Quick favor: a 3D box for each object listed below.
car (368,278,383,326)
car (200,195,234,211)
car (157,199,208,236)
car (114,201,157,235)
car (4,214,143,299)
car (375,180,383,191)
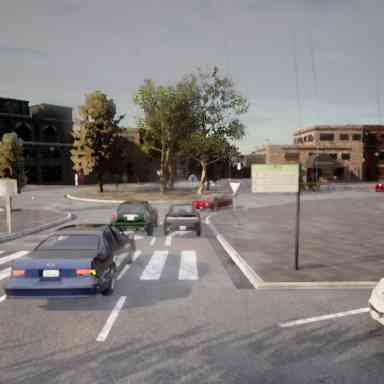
[{"bbox_3d":[5.038,1.501,5.277,4.674,1.452,2.002,1,0,-22],"label":"car"},{"bbox_3d":[2.061,0.922,30.532,1.895,1.301,4.718,3,6,34],"label":"car"},{"bbox_3d":[-0.488,1.389,17.835,2.128,1.511,4.902,0,1,-1],"label":"car"},{"bbox_3d":[-3.017,1.238,18.234,2.097,1.767,4.553,0,1,-1],"label":"car"},{"bbox_3d":[-2.673,1.531,8.602,2.033,1.411,5.357,0,0,-2],"label":"car"},{"bbox_3d":[28.622,-0.960,47.495,4.553,1.767,2.097,-2,5,-14],"label":"car"}]
